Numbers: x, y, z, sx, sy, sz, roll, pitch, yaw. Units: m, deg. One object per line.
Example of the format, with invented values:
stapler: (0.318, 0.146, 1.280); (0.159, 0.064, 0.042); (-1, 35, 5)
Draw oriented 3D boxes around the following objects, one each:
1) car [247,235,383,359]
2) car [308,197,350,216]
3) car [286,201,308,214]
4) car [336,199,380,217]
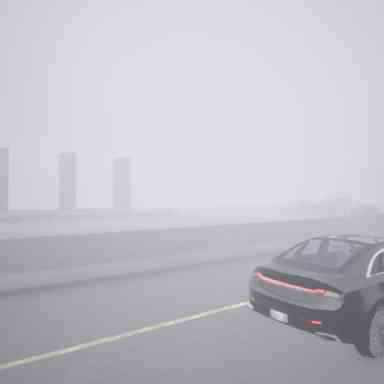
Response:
car: (3.174, 1.547, 6.099); (4.902, 1.511, 2.128); (1, 0, -36)
car: (15.917, 1.540, 37.456); (5.566, 2.045, 2.150); (1, 0, -36)
car: (13.268, 1.803, 39.850); (4.902, 1.511, 2.128); (1, 0, -36)
car: (17.430, 1.803, 34.222); (4.902, 1.511, 2.128); (1, 0, -36)
